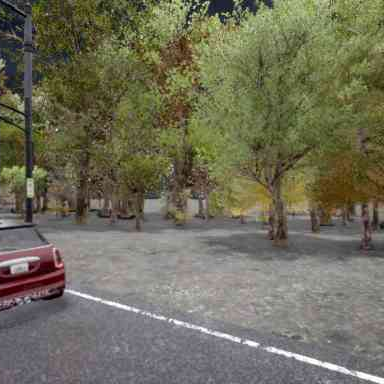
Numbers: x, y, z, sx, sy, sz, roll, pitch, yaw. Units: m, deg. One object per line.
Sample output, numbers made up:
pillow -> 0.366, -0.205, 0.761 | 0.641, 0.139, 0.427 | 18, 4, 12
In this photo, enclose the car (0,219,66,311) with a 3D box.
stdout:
car -> -4.751, 1.346, 7.060 | 4.553, 1.767, 2.097 | 0, 1, 35
